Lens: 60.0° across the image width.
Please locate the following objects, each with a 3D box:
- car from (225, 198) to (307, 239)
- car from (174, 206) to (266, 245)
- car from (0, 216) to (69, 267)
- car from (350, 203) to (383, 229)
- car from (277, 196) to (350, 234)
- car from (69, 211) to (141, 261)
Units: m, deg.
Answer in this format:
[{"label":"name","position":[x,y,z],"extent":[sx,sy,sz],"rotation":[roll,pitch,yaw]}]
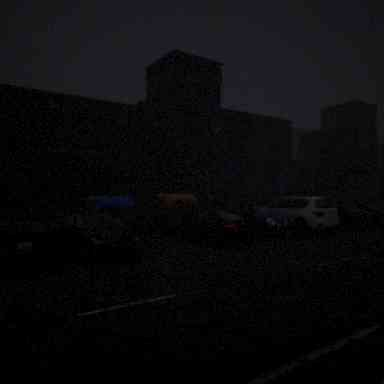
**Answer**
[{"label":"car","position":[3.267,1.378,17.451],"extent":[2.185,1.767,4.553],"rotation":[0,0,-35]},{"label":"car","position":[0.936,1.538,15.775],"extent":[2.002,1.452,4.674],"rotation":[0,0,-35]},{"label":"car","position":[-5.908,1.518,11.017],"extent":[2.163,1.488,4.792],"rotation":[0,0,-35]},{"label":"car","position":[10.158,1.554,22.207],"extent":[2.163,1.488,4.792],"rotation":[0,0,-35]},{"label":"car","position":[5.572,1.258,19.063],"extent":[2.435,2.045,5.566],"rotation":[0,0,-35]},{"label":"car","position":[-3.619,1.492,12.594],"extent":[2.231,1.521,4.892],"rotation":[0,0,-35]}]
